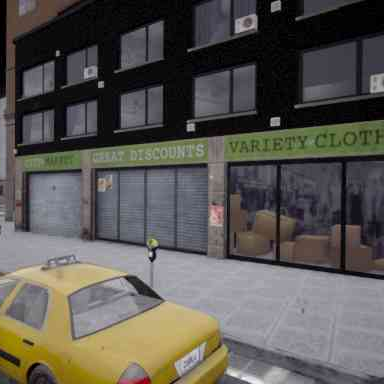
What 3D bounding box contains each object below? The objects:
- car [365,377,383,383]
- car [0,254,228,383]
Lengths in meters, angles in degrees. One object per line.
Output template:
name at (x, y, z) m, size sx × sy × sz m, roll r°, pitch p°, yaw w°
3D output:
car at (2.793, 1.551, 1.097) m, size 4.403 × 1.369 × 2.008 m, roll 0°, pitch 1°, yaw 36°
car at (-1.892, 1.524, 4.441) m, size 4.829 × 1.417 × 1.752 m, roll 0°, pitch 1°, yaw 36°
